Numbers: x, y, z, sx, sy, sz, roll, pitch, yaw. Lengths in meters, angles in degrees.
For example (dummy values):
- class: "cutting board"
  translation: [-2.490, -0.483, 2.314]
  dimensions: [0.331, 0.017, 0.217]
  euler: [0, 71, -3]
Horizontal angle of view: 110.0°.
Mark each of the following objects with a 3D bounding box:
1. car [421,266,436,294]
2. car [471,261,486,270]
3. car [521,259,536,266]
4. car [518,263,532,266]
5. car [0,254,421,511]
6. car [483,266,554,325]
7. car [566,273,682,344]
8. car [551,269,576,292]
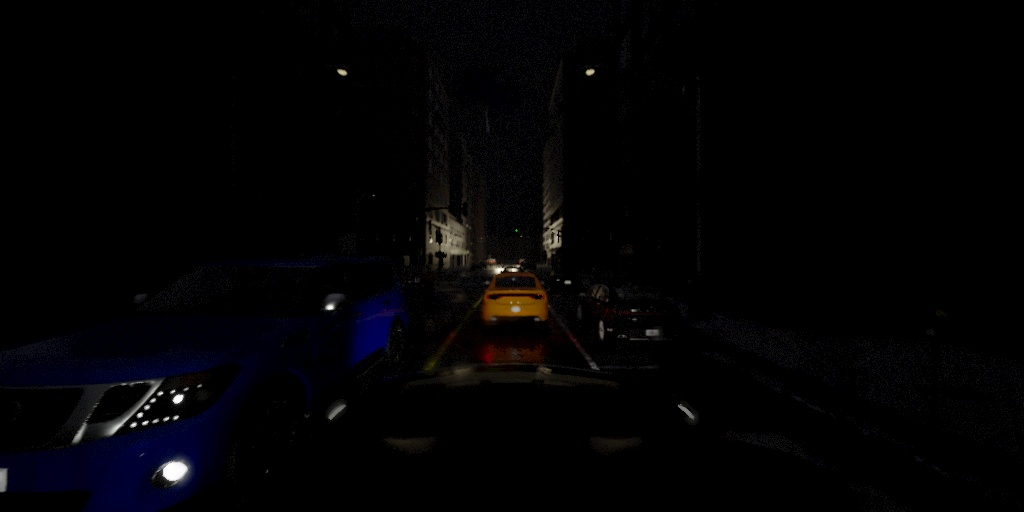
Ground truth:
- class: "car"
  translation: [-5.667, 1.269, 20.468]
  dimensions: [1.967, 1.591, 4.097]
  euler: [0, 0, 0]
- class: "car"
  translation: [-5.633, 1.601, 57.569]
  dimensions: [1.802, 1.307, 4.207]
  euler: [0, 0, 0]
- class: "car"
  translation: [2.893, 1.458, 57.556]
  dimensions: [1.967, 1.591, 4.097]
  euler: [0, 0, 0]
- class: "car"
  translation: [0.100, 1.408, 23.962]
  dimensions: [1.994, 1.385, 4.181]
  euler: [0, 0, 0]
- class: "car"
  translation: [-3.100, 0.985, 4.885]
  dimensions: [2.150, 2.045, 5.566]
  euler: [0, 0, 1]
- class: "car"
  translation: [0.100, 1.270, 12.025]
  dimensions: [1.882, 1.535, 5.008]
  euler: [0, 0, 0]
- class: "car"
  translation: [2.858, 1.332, 9.465]
  dimensions: [2.007, 1.370, 4.403]
  euler: [0, 0, 0]
- class: "car"
  translation: [2.858, 1.394, 20.467]
  dimensions: [1.948, 1.339, 4.313]
  euler: [0, 0, 0]
